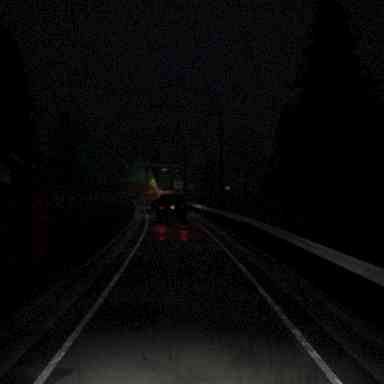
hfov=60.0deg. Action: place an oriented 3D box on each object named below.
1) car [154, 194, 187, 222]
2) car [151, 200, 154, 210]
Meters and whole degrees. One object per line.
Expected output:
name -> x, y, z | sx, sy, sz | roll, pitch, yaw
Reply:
car -> -1.668, 1.184, 25.892 | 2.150, 2.045, 5.566 | 0, 0, -7
car -> -4.149, 1.507, 42.096 | 1.994, 1.385, 4.181 | 0, 0, -9
